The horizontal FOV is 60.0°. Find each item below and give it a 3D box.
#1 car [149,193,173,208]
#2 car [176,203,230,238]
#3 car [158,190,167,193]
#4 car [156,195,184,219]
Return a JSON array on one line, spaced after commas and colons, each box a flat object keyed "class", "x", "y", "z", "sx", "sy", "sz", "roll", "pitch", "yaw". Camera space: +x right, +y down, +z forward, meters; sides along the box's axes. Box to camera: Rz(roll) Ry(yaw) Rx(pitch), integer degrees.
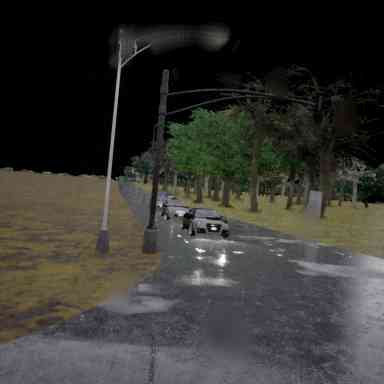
[{"class": "car", "x": -3.672, "y": 1.205, "z": 36.835, "sx": 2.128, "sy": 1.511, "sz": 4.902, "roll": 5, "pitch": 0, "yaw": -13}, {"class": "car", "x": 0.655, "y": 1.603, "z": 18.326, "sx": 1.994, "sy": 1.385, "sz": 4.181, "roll": 5, "pitch": 0, "yaw": -13}, {"class": "car", "x": -5.714, "y": 0.744, "z": 61.810, "sx": 2.150, "sy": 2.045, "sz": 5.566, "roll": 5, "pitch": 0, "yaw": -13}, {"class": "car", "x": -1.395, "y": 1.390, "z": 27.079, "sx": 2.128, "sy": 1.511, "sz": 4.902, "roll": 5, "pitch": 0, "yaw": -13}]
